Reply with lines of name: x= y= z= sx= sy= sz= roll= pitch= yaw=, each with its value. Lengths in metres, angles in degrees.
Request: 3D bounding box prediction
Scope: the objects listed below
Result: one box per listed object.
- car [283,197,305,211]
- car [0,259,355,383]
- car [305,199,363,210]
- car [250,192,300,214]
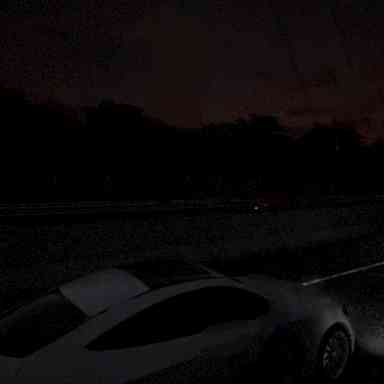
car: x=10.194 y=1.389 z=28.431 sx=4.181 sy=1.385 sz=1.994 roll=0 pitch=0 yaw=-35
car: x=-0.125 y=1.512 z=3.654 sx=4.674 sy=1.442 sz=1.812 roll=-1 pitch=0 yaw=-35
car: x=10.858 y=1.341 z=24.608 sx=4.892 sy=1.490 sz=1.837 roll=0 pitch=0 yaw=-35
car: x=7.944 y=1.048 z=31.127 sx=5.566 sy=2.045 sz=2.150 roll=-1 pitch=0 yaw=-35
